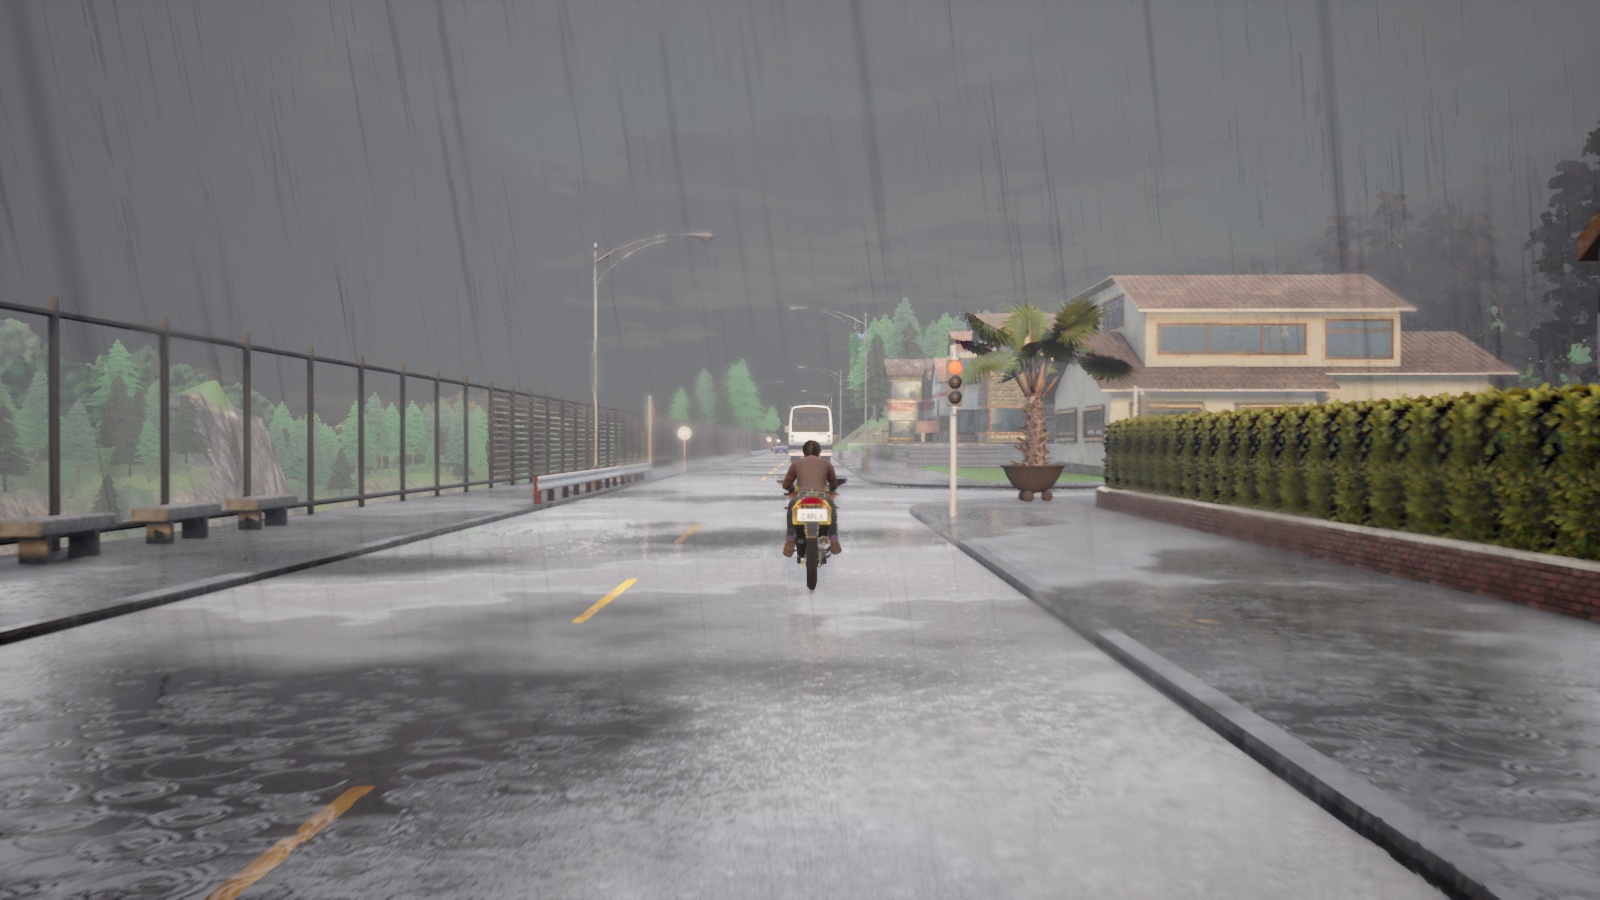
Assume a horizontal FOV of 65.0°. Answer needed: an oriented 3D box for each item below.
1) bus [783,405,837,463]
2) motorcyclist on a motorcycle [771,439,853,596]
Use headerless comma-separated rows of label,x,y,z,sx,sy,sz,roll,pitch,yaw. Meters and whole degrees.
bus,0.795,-1.194,97.076,3.944,4.253,10.273,0,0,0
motorcyclist on a motorcycle,0.121,0.652,13.258,0.797,1.523,2.044,0,0,0
